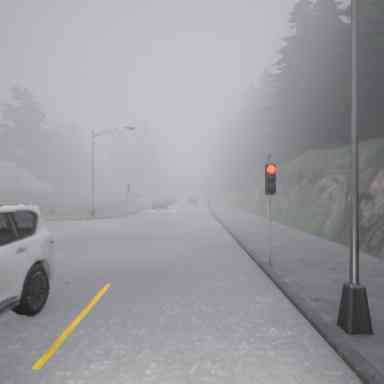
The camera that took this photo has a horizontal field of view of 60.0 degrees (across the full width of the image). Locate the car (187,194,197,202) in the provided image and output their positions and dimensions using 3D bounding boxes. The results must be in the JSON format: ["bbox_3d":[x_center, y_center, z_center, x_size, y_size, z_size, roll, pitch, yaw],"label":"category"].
[{"bbox_3d":[-0.028,1.354,73.609,2.097,1.767,4.553,0,0,0],"label":"car"}]

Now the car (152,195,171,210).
[{"bbox_3d":[-4.103,1.526,43.481,1.812,1.442,4.674,0,0,0],"label":"car"}]

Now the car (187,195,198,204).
[{"bbox_3d":[0.074,1.477,61.221,1.882,1.535,5.008,0,0,0],"label":"car"}]

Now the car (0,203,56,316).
[{"bbox_3d":[-3.950,1.221,4.628,2.150,2.045,5.566,0,0,3],"label":"car"}]

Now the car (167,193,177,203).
[{"bbox_3d":[-4.068,1.221,64.451,2.150,2.045,5.566,0,0,0],"label":"car"}]

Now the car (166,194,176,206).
[{"bbox_3d":[-4.113,1.477,53.772,1.882,1.535,5.008,0,0,0],"label":"car"}]
